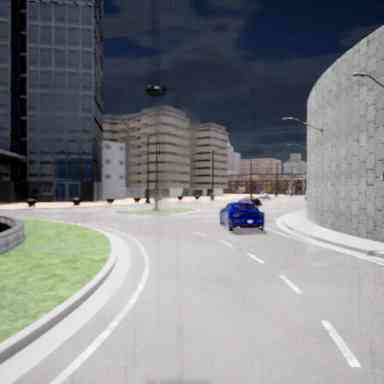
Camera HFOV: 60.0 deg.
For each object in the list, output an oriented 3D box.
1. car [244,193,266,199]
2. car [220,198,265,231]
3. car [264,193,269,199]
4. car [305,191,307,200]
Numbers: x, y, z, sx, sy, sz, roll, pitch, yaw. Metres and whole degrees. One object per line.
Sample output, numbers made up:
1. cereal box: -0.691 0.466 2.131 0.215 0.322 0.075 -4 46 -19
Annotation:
1. car: 7.555 1.250 43.024 1.994 1.385 4.181 0 1 31
2. car: 2.815 1.332 19.373 1.882 1.535 5.008 0 0 -3
3. car: 16.461 0.974 77.068 1.812 1.442 4.674 0 1 32
4. car: 26.556 0.711 73.371 2.150 2.045 5.566 0 1 32
